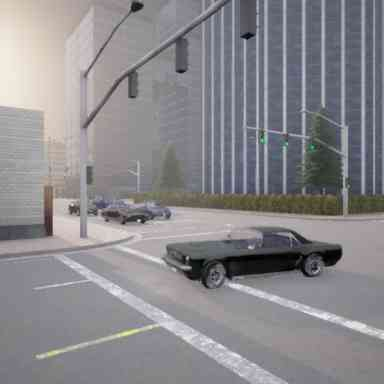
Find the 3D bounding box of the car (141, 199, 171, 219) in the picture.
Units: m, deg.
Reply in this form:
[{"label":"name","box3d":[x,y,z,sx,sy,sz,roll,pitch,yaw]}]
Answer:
[{"label":"car","box3d":[-3.644,1.581,29.099,1.812,1.442,4.674,0,0,-36]}]

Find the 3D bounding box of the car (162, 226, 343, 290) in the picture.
[{"label":"car","box3d":[1.624,1.618,9.047,4.718,1.301,1.895,0,0,-22]}]

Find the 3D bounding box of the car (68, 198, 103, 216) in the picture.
[{"label":"car","box3d":[-10.910,1.560,33.192,1.837,1.490,4.892,0,0,-36]}]

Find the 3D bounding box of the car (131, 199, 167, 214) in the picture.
[{"label":"car","box3d":[-4.871,1.560,37.107,1.837,1.490,4.892,0,0,-36]}]

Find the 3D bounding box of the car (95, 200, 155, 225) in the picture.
[{"label":"car","box3d":[-5.237,1.603,25.285,2.033,1.411,5.357,0,0,-36]}]

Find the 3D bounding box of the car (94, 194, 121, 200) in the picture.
[{"label":"car","box3d":[-9.309,1.277,36.969,2.150,2.045,5.566,0,0,-36]}]
